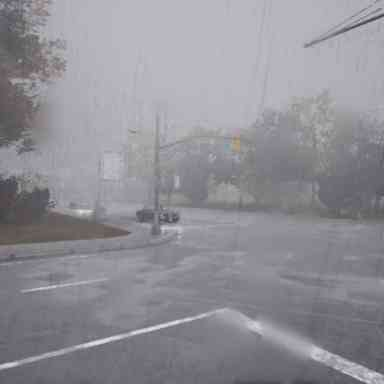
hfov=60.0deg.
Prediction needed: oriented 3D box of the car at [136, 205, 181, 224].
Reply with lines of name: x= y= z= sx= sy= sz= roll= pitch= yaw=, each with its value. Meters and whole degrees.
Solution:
car: x=-2.780 y=1.764 z=26.700 sx=1.895 sy=1.301 sz=4.718 roll=1 pitch=0 yaw=-32

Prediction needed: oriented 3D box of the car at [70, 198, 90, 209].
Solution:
car: x=-15.883 y=1.604 z=47.002 sx=2.128 sy=1.511 sz=4.902 roll=1 pitch=0 yaw=-34
